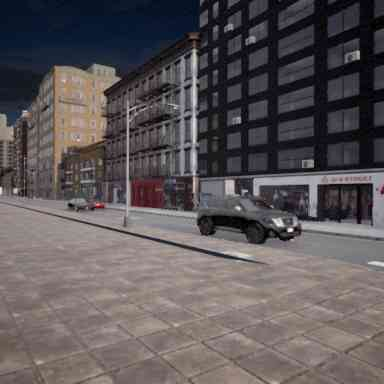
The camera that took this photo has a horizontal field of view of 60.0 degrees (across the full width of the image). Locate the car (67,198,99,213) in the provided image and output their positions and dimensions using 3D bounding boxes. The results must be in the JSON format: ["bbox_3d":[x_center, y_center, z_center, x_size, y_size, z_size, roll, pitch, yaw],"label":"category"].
[{"bbox_3d":[-12.347,1.406,36.696,1.882,1.535,5.008,0,0,-35],"label":"car"}]

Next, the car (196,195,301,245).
[{"bbox_3d":[2.426,1.196,15.840,2.150,2.045,5.566,0,0,-35],"label":"car"}]

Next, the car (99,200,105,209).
[{"bbox_3d":[-12.577,1.499,42.072,1.994,1.385,4.181,0,0,-35],"label":"car"}]

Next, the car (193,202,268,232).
[{"bbox_3d":[2.282,1.465,21.140,1.882,1.535,5.008,0,0,-35],"label":"car"}]
